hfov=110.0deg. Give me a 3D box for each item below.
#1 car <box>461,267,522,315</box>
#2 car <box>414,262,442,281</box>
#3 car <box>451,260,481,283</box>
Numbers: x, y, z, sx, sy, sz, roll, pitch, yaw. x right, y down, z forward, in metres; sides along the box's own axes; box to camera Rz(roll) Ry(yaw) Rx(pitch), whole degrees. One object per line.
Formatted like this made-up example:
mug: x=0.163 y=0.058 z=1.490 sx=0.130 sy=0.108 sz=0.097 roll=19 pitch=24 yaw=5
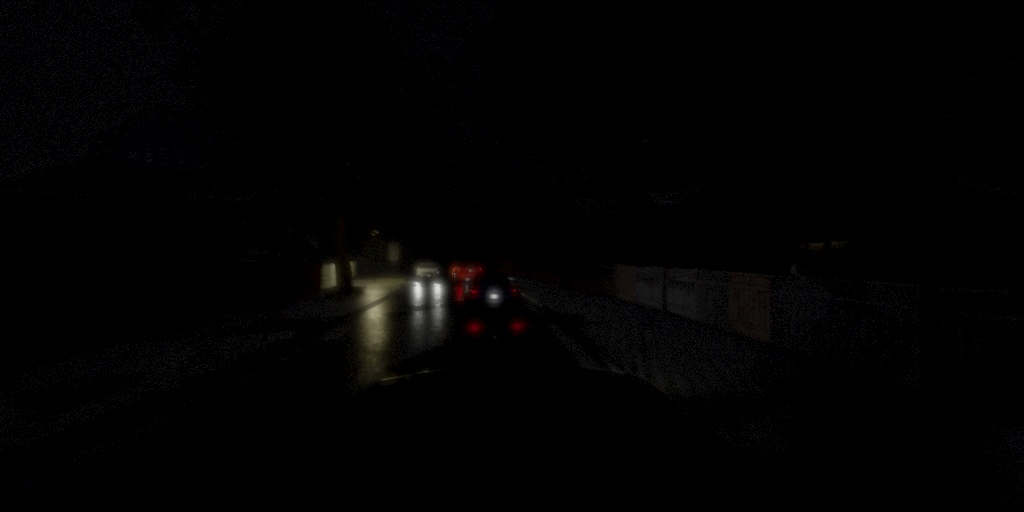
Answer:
car: x=-0.823 y=1.295 z=13.694 sx=1.994 sy=1.385 sz=4.181 roll=0 pitch=0 yaw=-7
car: x=-6.946 y=1.230 z=29.480 sx=1.812 sy=1.442 sz=4.674 roll=0 pitch=0 yaw=-16
car: x=-3.503 y=1.059 z=27.828 sx=2.097 sy=1.767 sz=4.553 roll=0 pitch=0 yaw=-14
